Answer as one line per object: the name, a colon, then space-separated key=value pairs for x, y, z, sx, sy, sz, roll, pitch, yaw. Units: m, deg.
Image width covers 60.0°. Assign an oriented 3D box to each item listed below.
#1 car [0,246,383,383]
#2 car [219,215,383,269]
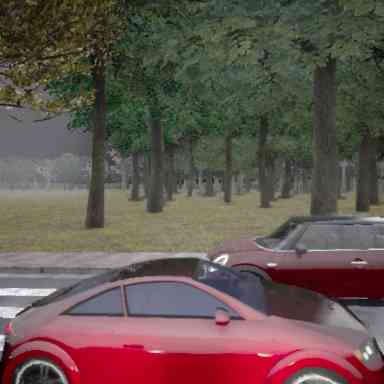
car: x=-0.020 y=1.569 z=4.081 sx=4.181 sy=1.385 sz=1.994 roll=-1 pitch=1 yaw=6
car: x=2.449 y=1.280 z=6.774 sx=4.553 sy=1.767 sz=2.097 roll=-1 pitch=1 yaw=6
